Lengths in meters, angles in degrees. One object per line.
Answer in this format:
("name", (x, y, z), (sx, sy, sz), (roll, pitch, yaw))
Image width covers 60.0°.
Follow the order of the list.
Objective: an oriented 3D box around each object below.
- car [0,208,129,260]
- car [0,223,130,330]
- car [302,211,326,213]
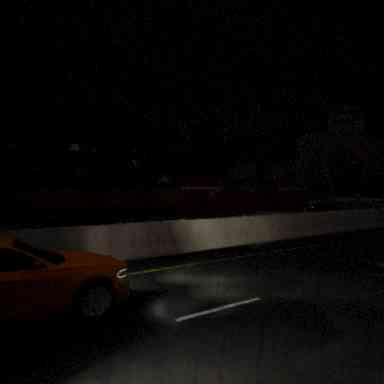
("car", (-5.206, 1.493, 13.177), (4.902, 1.511, 2.128), (0, 0, -36))
("car", (-3.502, 1.479, 5.571), (5.008, 1.535, 1.882), (0, 0, -35))
("car", (13.240, 1.520, 34.920), (4.674, 1.442, 1.812), (0, 0, -36))
